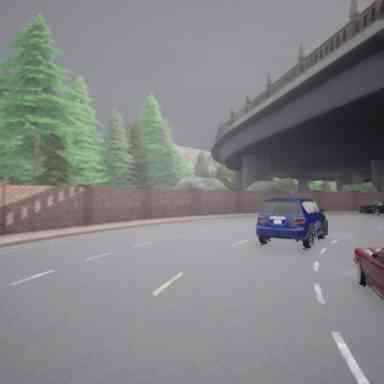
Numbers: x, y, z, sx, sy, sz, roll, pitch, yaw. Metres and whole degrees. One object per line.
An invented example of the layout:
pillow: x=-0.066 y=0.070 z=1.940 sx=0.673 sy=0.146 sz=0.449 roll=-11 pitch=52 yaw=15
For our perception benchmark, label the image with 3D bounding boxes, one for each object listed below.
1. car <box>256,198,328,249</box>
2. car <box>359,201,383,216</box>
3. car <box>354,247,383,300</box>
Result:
car: x=4.748 y=1.286 z=15.417 sx=2.150 sy=2.045 sz=5.566 roll=0 pitch=0 yaw=31
car: x=20.558 y=1.742 z=36.063 sx=5.008 sy=1.535 sz=1.882 roll=1 pitch=0 yaw=-17
car: x=4.617 y=1.659 z=6.520 sx=1.895 sy=1.301 sz=4.718 roll=1 pitch=0 yaw=14
